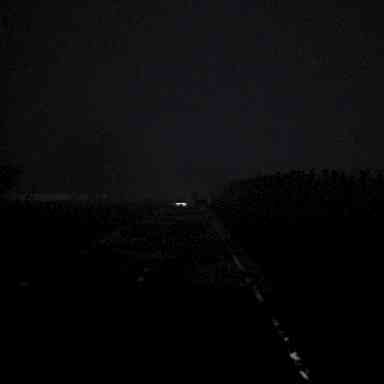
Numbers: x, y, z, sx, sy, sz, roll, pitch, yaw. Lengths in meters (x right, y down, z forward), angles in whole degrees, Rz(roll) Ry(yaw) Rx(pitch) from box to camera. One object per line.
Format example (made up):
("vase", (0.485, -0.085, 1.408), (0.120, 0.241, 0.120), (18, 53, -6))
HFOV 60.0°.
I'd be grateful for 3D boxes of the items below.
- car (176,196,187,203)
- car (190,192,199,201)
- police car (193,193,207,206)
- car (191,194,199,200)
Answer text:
("car", (-2.119, 1.547, 66.800), (1.994, 1.385, 4.181), (0, 0, 1))
("car", (0.712, 1.014, 74.168), (2.150, 2.045, 5.566), (0, 0, 1))
("police car", (1.495, 1.402, 56.059), (1.930, 1.638, 5.238), (0, 0, 1))
("car", (0.833, 1.360, 86.849), (1.994, 1.385, 4.181), (0, 0, 1))
